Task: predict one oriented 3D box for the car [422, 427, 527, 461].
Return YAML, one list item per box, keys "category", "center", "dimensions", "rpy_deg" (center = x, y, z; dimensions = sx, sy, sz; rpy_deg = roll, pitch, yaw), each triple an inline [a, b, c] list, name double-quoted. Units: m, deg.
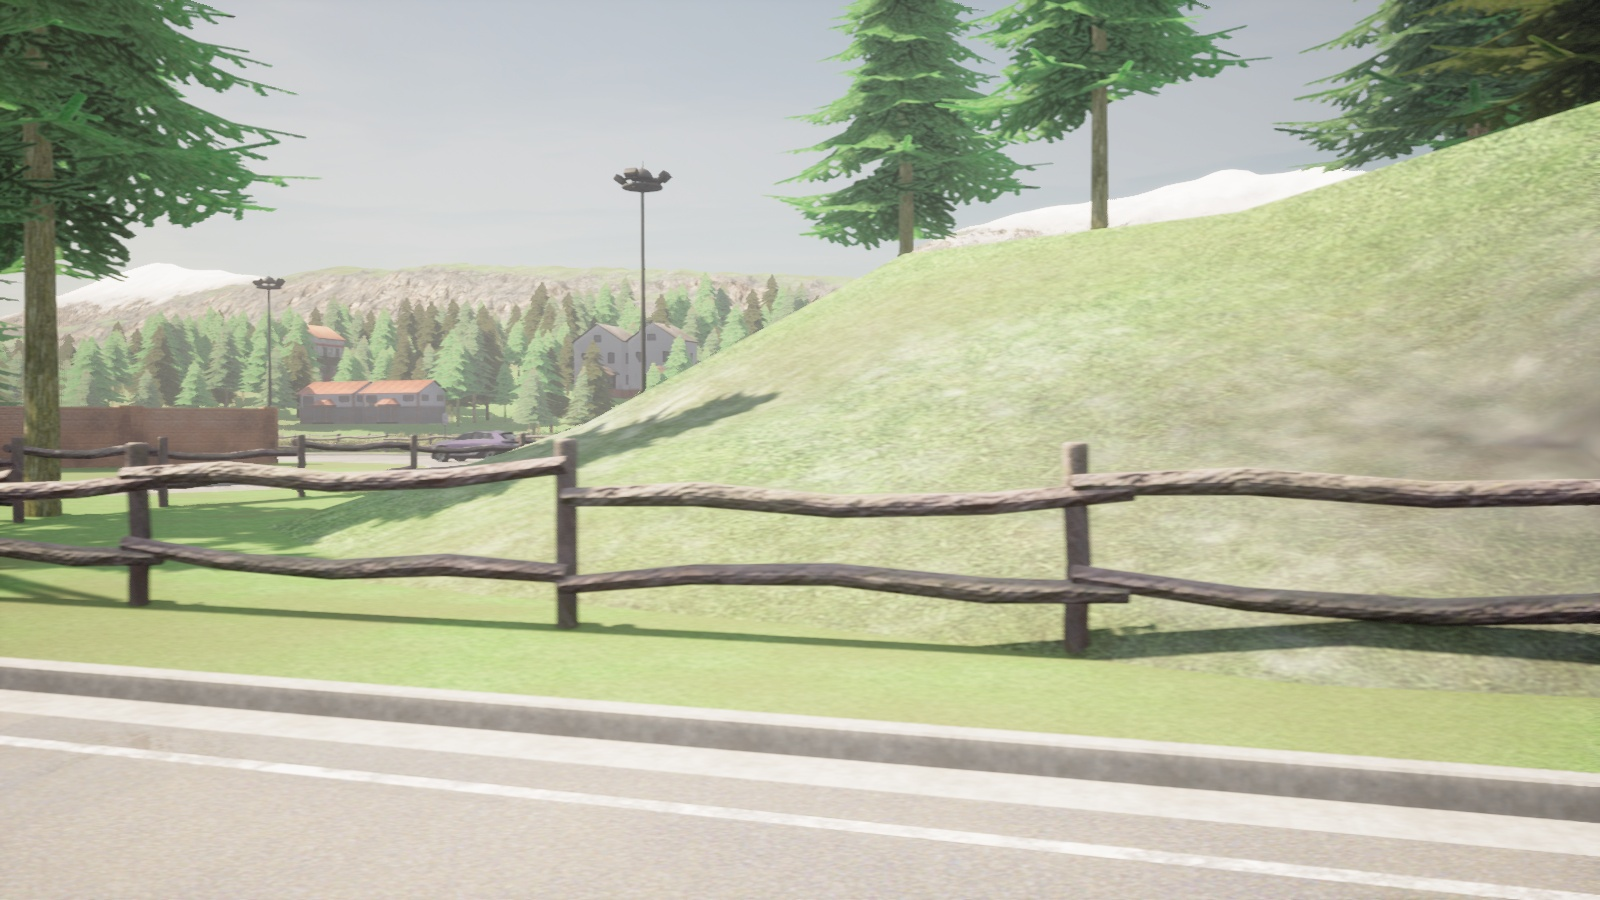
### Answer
- category: "car"
  center: [-16.542, -0.327, 63.780]
  dimensions: [4.856, 1.649, 2.033]
  rpy_deg: [1, 1, 19]
